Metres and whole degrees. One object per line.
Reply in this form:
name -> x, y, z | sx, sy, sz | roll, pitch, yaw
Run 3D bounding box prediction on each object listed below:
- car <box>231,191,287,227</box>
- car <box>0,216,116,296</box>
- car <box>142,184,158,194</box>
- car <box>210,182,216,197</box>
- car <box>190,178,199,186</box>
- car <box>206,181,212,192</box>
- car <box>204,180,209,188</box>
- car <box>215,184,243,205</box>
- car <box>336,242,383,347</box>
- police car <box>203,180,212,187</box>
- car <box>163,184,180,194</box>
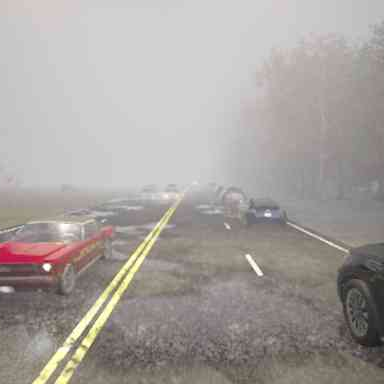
car -> 3.461, 0.906, 17.294 | 1.994, 1.385, 4.181 | -1, 3, -1
car -> -3.316, 1.337, 8.119 | 1.895, 1.301, 4.718 | 0, 2, 0
car -> -6.192, -0.514, 49.647 | 2.033, 1.411, 5.357 | 0, 2, 1
car -> 3.545, -0.125, 39.890 | 1.812, 1.442, 4.674 | 1, 4, 0
car -> 0.747, -2.834, 93.468 | 2.150, 2.045, 5.566 | 0, 2, 0
car -> 3.643, -0.582, 50.895 | 2.033, 1.411, 5.357 | 1, 1, 0
car -> 3.714, -1.109, 61.876 | 1.882, 1.535, 5.008 | -1, 2, 1
car -> 3.455, 0.245, 28.914 | 2.033, 1.649, 4.856 | 1, 1, 0
car -> 3.385, 1.189, 2.926 | 2.150, 2.045, 5.566 | 0, 3, -1
police car -> 3.933, -2.118, 83.971 | 1.930, 1.638, 5.238 | 1, 1, 0
car -> -2.959, -0.512, 49.230 | 1.812, 1.442, 4.674 | 0, 3, 1
